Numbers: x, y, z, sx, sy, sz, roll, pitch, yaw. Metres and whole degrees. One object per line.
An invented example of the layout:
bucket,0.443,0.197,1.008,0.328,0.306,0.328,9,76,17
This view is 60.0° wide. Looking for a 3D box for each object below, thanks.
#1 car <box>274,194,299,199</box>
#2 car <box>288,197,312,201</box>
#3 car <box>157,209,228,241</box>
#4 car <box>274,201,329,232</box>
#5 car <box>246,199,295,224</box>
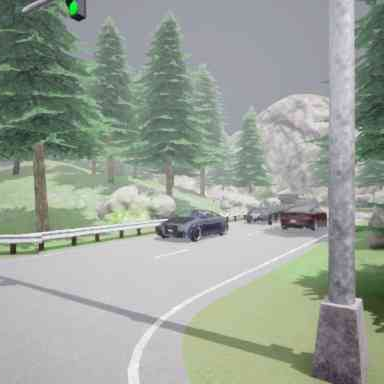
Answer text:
car,14.858,1.320,54.114,2.150,2.045,5.566,3,-2,-41
car,11.277,1.520,33.608,1.837,1.490,4.892,0,0,27
car,0.143,1.579,16.800,1.994,1.385,4.181,0,0,34
car,7.035,1.542,20.528,1.882,1.535,5.008,0,-1,34
car,5.742,1.507,25.020,2.128,1.511,4.902,0,0,34
